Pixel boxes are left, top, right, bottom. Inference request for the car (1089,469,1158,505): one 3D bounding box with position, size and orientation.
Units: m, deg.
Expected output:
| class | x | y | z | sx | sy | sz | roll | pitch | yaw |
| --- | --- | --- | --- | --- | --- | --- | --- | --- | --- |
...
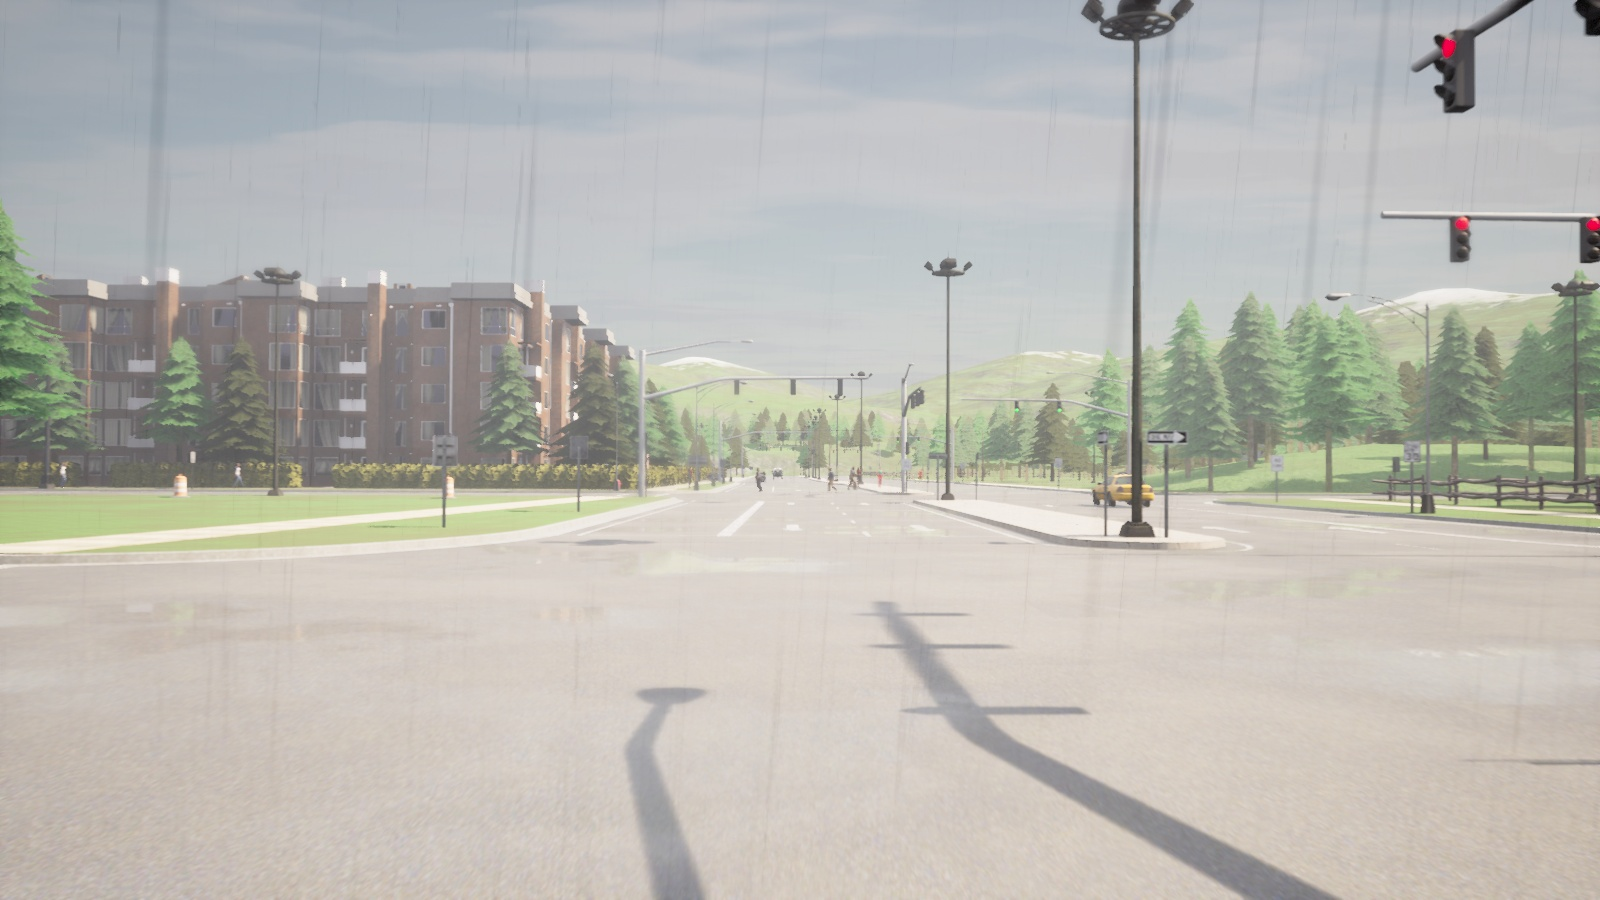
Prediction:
| class | x | y | z | sx | sy | sz | roll | pitch | yaw |
| --- | --- | --- | --- | --- | --- | --- | --- | --- | --- |
| car | 14.859 | 1.664 | 57.958 | 1.801 | 1.575 | 5.366 | 0 | -1 | 0 |
